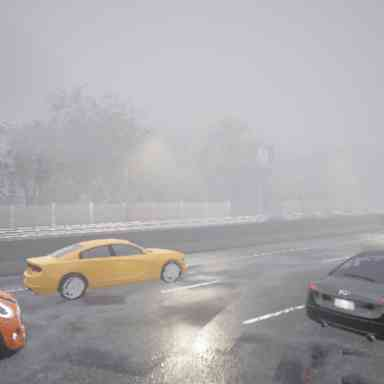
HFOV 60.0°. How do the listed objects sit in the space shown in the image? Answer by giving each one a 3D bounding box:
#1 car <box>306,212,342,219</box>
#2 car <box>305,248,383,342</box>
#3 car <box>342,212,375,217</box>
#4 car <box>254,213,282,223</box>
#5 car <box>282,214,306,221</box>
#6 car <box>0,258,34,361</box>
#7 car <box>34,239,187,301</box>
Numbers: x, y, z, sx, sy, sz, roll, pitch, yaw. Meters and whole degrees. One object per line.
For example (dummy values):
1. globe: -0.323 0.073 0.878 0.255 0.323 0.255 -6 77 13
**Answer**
1. car: 16.543 3.231 39.862 4.902 1.511 2.128 0 -4 -33
2. car: 4.183 1.810 6.571 4.181 1.385 1.994 0 -4 -33
3. car: 19.517 3.010 37.631 4.674 1.442 1.812 0 -4 -33
4. car: 10.328 3.603 44.156 4.553 1.767 2.097 0 -4 -33
5. car: 14.542 3.542 42.721 5.357 1.411 2.033 0 -4 -33
6. car: -4.970 1.866 4.789 4.553 1.767 2.097 0 -4 -33
7. car: -2.520 2.237 10.539 5.008 1.535 1.882 0 -4 -33
